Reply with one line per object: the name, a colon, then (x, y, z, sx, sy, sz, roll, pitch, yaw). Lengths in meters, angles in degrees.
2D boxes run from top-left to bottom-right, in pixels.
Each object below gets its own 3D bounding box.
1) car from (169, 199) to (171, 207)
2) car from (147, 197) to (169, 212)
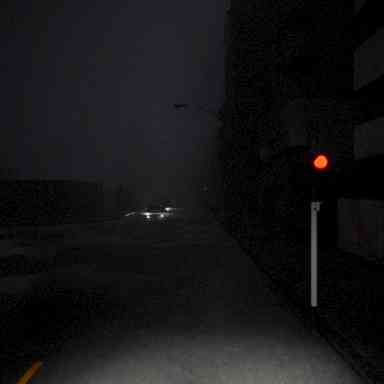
car: (-4.178, 1.505, 49.536, 1.837, 1.490, 4.892, 0, 0, 1)
car: (-4.187, 1.478, 39.509, 1.882, 1.535, 5.008, 0, 0, 0)
